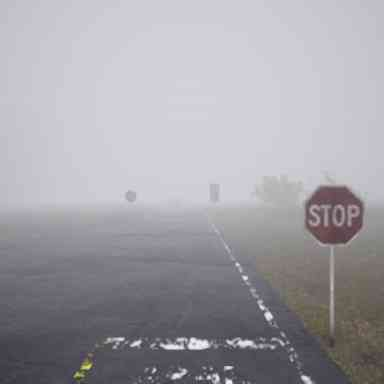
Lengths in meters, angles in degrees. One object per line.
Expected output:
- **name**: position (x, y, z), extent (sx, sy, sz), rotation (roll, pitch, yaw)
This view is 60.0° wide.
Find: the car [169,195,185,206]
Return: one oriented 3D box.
- **car**: position (-2.629, 1.488, 53.515), extent (1.882, 1.535, 5.008), rotation (0, 0, 0)
